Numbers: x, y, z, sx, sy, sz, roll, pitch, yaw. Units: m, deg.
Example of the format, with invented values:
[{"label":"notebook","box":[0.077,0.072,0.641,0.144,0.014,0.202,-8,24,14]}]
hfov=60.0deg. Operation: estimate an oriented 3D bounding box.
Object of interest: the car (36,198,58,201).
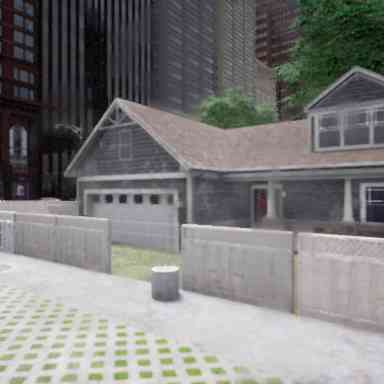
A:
[{"label":"car","box":[-18.096,1.459,40.830,1.882,1.535,5.008,0,0,36]}]
